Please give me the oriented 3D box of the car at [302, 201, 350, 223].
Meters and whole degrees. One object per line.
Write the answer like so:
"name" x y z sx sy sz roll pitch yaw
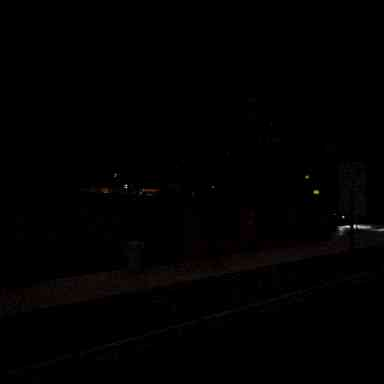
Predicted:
"car" 8.222 1.337 22.259 1.994 1.385 4.181 -2 2 -36

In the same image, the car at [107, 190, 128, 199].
"car" -13.088 0.400 58.108 1.837 1.490 4.892 -2 2 -35

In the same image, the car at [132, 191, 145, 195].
"car" -7.413 0.571 49.985 2.128 1.511 4.902 -2 2 -35

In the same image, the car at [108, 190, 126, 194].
"car" -12.036 0.596 51.747 1.812 1.442 4.674 -2 2 -35

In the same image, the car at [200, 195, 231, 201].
"car" 2.324 1.068 30.775 1.837 1.490 4.892 -2 2 -35

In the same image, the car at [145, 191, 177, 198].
"car" -3.232 0.720 38.828 2.097 1.767 4.553 -2 2 -34
